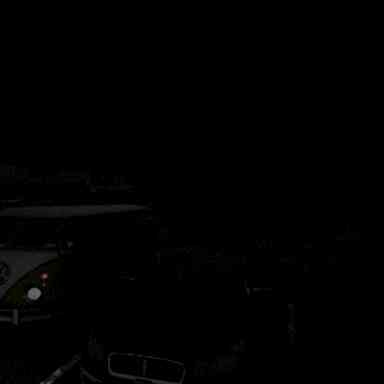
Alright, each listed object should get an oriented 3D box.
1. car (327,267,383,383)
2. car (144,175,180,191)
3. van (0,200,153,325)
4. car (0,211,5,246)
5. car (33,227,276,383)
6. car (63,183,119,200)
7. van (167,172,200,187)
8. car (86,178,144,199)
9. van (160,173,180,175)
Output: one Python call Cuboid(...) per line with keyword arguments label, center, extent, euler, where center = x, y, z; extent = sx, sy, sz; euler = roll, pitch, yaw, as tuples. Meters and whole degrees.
Cuboid(label="car", center=(2.649, 1.522, 3.535), extent=(2.002, 1.452, 4.674), euler=(0, -1, 15))
Cuboid(label="car", center=(-3.934, -0.941, 41.805), extent=(4.892, 1.521, 2.231), euler=(1, 6, 9))
Cuboid(label="van", center=(-2.317, 1.255, 6.897), extent=(1.878, 1.987, 4.442), euler=(1, -1, 14))
Cuboid(label="car", center=(-9.650, 1.518, 12.225), extent=(2.163, 1.488, 4.792), euler=(0, -1, 13))
Cuboid(label="car", center=(0.190, 1.483, 5.286), extent=(2.231, 1.521, 4.892), euler=(1, -1, 15))
Cuboid(label="car", center=(-9.745, 0.234, 31.273), extent=(4.674, 1.452, 2.002), euler=(1, 6, 9))
Cuboid(label="van", center=(-1.131, -1.737, 47.062), extent=(4.442, 1.987, 1.878), euler=(1, 6, 9))
Cuboid(label="car", center=(-8.271, -0.340, 33.877), extent=(5.566, 2.045, 2.435), euler=(1, 6, 9))
Cuboid(label="van", center=(-2.588, -1.452, 44.423), extent=(4.442, 1.987, 1.878), euler=(1, 6, 9))
